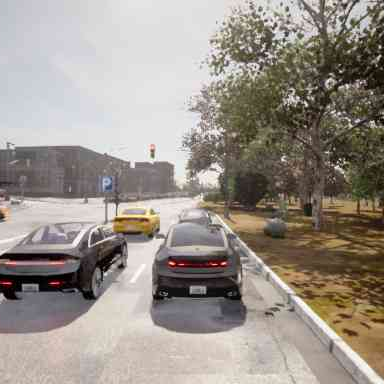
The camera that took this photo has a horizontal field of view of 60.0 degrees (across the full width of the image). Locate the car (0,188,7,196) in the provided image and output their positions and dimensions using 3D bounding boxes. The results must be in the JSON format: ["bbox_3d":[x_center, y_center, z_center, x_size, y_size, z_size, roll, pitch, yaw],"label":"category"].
[{"bbox_3d":[-31.165,0.137,54.147,2.002,1.452,4.674,6,-3,-19],"label":"car"}]

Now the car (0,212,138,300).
[{"bbox_3d":[-2.892,1.501,8.382,2.128,1.511,4.902,0,0,0],"label":"car"}]

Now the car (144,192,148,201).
[{"bbox_3d":[-13.013,1.322,75.234,4.892,1.521,2.231,-1,0,-14],"label":"car"}]

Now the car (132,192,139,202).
[{"bbox_3d":[-13.800,1.316,66.271,5.366,1.575,1.946,-1,0,-15],"label":"car"}]

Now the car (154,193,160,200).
[{"bbox_3d":[-11.453,1.358,87.213,4.674,1.452,2.002,-1,0,-12],"label":"car"}]

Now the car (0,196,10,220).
[{"bbox_3d":[-16.627,1.404,25.473,4.553,1.767,2.185,-1,0,-19],"label":"car"}]

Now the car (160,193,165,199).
[{"bbox_3d":[-11.003,1.065,90.220,5.566,2.045,2.435,-1,0,-12],"label":"car"}]

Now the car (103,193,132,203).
[{"bbox_3d":[-14.444,1.359,63.279,4.792,1.488,2.163,-1,0,-15],"label":"car"}]

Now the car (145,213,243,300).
[{"bbox_3d":[0.109,1.514,8.397,1.837,1.490,4.892,0,0,0],"label":"car"}]

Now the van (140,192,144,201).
[{"bbox_3d":[-13.241,1.093,72.263,4.442,1.987,1.878,-1,0,-14],"label":"van"}]

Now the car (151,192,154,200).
[{"bbox_3d":[-12.268,1.359,81.231,4.674,1.452,2.002,-1,0,-13],"label":"car"}]

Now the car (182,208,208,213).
[{"bbox_3d":[0.156,1.572,18.099,2.033,1.411,5.357,0,0,1],"label":"car"}]

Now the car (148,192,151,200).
[{"bbox_3d":[-12.640,1.360,78.230,4.674,1.452,2.002,-1,0,-13],"label":"car"}]

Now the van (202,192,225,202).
[{"bbox_3d":[4.283,1.043,65.874,4.442,1.987,1.878,1,0,-14],"label":"van"}]

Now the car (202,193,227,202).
[{"bbox_3d":[4.667,1.142,68.843,4.553,1.767,2.185,1,0,-14],"label":"car"}]

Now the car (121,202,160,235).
[{"bbox_3d":[-2.842,1.502,17.874,1.882,1.535,5.008,0,0,0],"label":"car"}]
